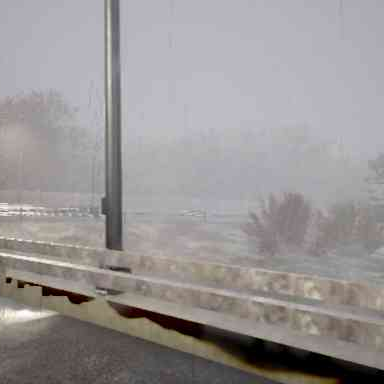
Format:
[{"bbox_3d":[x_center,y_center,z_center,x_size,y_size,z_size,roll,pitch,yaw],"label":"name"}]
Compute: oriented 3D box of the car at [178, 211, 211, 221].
[{"bbox_3d":[0.154,3.281,45.518,4.718,1.301,1.895,3,-2,-26],"label":"car"}]
